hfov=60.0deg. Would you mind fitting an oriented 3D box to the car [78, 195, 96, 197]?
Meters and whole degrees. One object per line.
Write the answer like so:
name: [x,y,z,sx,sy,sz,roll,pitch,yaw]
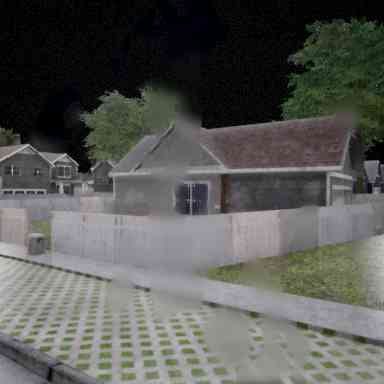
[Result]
car: [-12.097,1.155,37.201,1.837,1.490,4.892,1,1,34]
